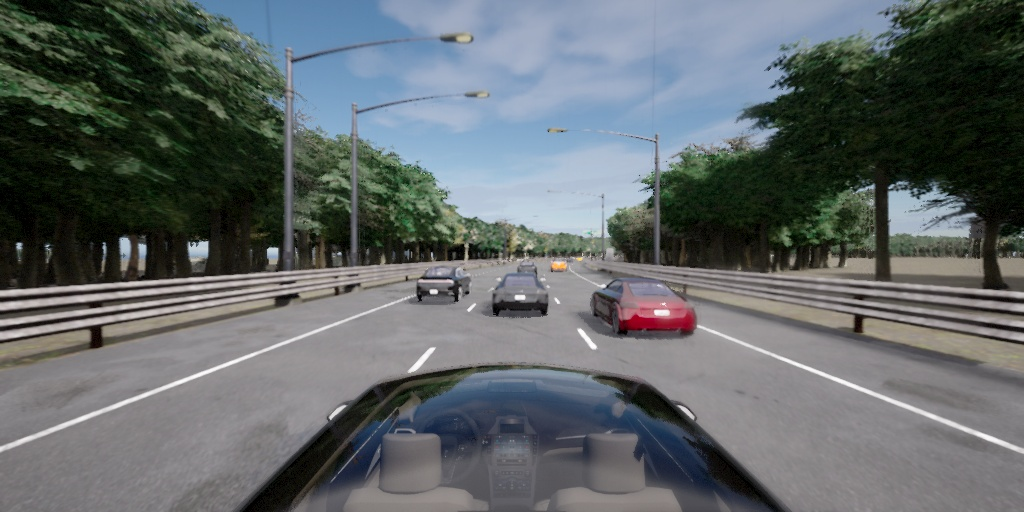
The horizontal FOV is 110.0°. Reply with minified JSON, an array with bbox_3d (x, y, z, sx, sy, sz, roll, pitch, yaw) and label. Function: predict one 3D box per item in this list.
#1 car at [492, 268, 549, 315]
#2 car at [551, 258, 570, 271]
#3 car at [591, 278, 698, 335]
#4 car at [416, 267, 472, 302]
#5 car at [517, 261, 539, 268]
[{"bbox_3d":[0.319,1.315,13.694,1.994,1.385,4.181,0,0,2],"label":"car"},{"bbox_3d":[6.325,1.100,48.645,2.097,1.767,4.553,0,0,7],"label":"car"},{"bbox_3d":[3.621,1.320,10.548,1.994,1.385,4.181,0,0,1],"label":"car"},{"bbox_3d":[-3.069,1.237,16.906,2.128,1.511,4.902,0,0,2],"label":"car"},{"bbox_3d":[1.501,1.242,34.516,2.128,1.511,4.902,0,0,5],"label":"car"}]
